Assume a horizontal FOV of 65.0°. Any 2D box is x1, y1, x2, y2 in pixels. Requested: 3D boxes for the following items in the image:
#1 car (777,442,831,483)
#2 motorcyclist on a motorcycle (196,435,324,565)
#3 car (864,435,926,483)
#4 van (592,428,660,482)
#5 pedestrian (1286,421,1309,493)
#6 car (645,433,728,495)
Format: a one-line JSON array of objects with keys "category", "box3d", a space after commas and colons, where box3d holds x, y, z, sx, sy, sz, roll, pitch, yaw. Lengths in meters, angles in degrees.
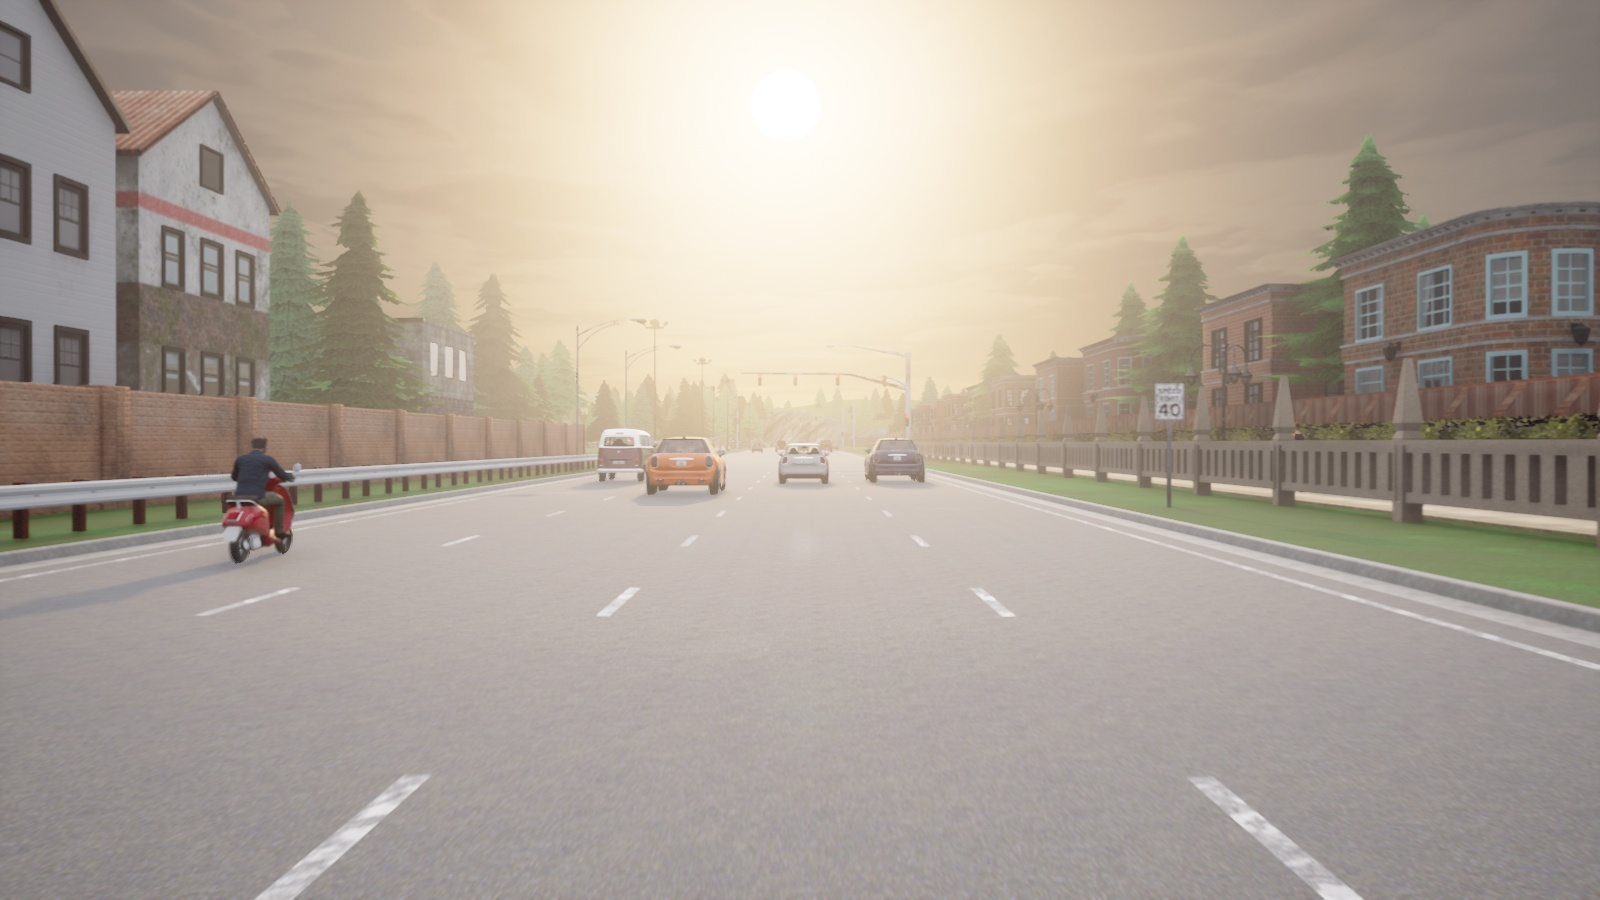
[{"category": "car", "box3d": [0.151, 0.445, 47.412, 1.970, 1.475, 3.806, 0, 0, 0]}, {"category": "motorcyclist on a motorcycle", "box3d": [-6.939, 0.603, 16.235, 0.866, 1.590, 1.817, 0, 0, 0]}, {"category": "car", "box3d": [3.656, 0.331, 49.040, 2.097, 1.767, 4.553, 0, 0, 0]}, {"category": "van", "box3d": [-6.842, 0.184, 49.752, 2.069, 2.038, 4.480, 0, 0, 0]}, {"category": "pedestrian", "box3d": [12.777, 0.184, 32.250, 0.345, 1.836, 0.594, 0, 0, 0]}, {"category": "car", "box3d": [-3.375, 0.387, 38.111, 2.097, 1.767, 4.553, 0, 0, 0]}]
